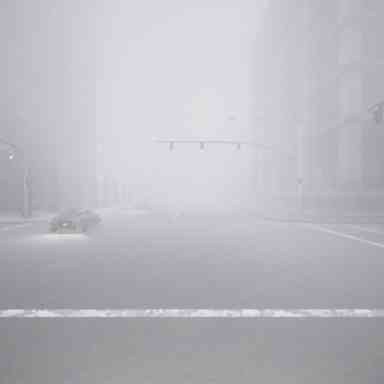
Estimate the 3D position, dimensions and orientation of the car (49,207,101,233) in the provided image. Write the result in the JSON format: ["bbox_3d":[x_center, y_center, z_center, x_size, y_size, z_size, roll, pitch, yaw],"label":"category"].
[{"bbox_3d":[-6.898,1.601,20.040,1.994,1.385,4.181,0,0,0],"label":"car"}]

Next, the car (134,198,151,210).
[{"bbox_3d":[-6.784,1.646,46.079,2.128,1.511,4.902,0,0,0],"label":"car"}]
